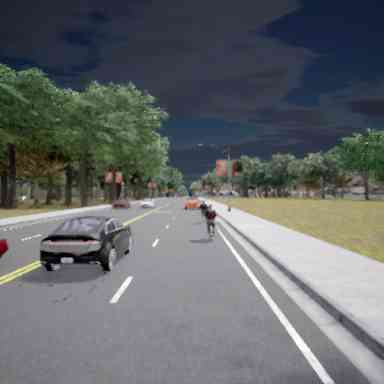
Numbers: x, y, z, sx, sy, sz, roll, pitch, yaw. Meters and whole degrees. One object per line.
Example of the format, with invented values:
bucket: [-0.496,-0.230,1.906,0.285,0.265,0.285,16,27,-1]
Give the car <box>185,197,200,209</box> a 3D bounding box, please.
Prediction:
car: [0.061,1.519,48.263,2.097,1.767,4.553,0,0,0]

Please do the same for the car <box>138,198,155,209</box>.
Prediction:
car: [-6.598,1.697,49.189,1.812,1.442,4.674,0,0,0]

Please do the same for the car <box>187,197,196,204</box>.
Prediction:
car: [-0.041,1.771,71.812,1.837,1.490,4.892,0,0,0]

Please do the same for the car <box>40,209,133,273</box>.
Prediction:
car: [-3.156,1.526,10.822,2.128,1.511,4.902,0,0,0]

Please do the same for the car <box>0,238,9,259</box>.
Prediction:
car: [-6.605,1.626,8.060,1.895,1.301,4.718,0,0,0]

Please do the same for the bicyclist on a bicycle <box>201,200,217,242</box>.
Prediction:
bicyclist on a bicycle: [0.884,1.422,15.712,0.659,1.776,1.843,0,0,0]

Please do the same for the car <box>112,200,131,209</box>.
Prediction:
car: [-9.853,1.762,46.760,1.895,1.301,4.718,0,0,0]
